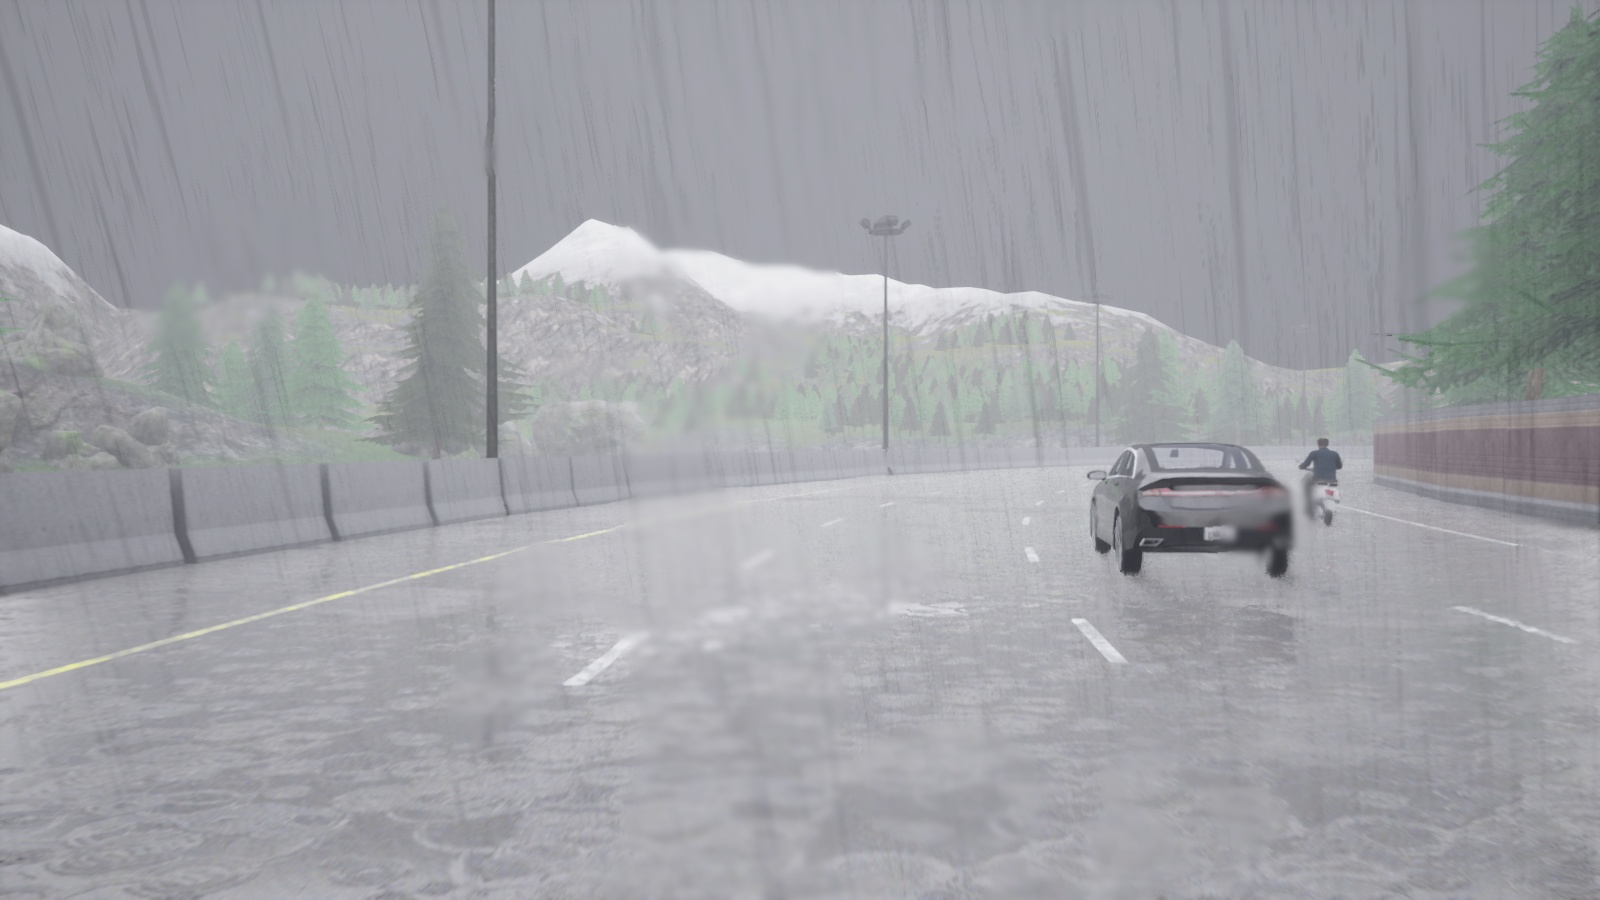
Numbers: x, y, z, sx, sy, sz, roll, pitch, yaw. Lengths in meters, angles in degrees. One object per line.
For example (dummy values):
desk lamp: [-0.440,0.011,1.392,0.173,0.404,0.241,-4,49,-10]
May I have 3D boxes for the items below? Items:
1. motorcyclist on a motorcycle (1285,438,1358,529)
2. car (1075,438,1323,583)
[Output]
motorcyclist on a motorcycle: [9.506,0.579,22.978,0.866,1.590,1.817,1,1,11]
car: [4.715,0.619,15.647,2.128,1.511,4.902,0,0,8]
